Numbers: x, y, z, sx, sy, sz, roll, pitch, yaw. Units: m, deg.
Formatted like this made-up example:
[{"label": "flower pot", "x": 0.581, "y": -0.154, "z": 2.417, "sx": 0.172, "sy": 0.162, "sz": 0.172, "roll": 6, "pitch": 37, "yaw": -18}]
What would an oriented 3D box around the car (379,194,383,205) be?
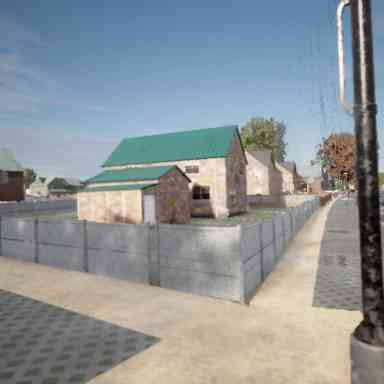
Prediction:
[{"label": "car", "x": 21.974, "y": 0.885, "z": 37.624, "sx": 1.994, "sy": 1.385, "sz": 4.181, "roll": -2, "pitch": 0, "yaw": 25}]
